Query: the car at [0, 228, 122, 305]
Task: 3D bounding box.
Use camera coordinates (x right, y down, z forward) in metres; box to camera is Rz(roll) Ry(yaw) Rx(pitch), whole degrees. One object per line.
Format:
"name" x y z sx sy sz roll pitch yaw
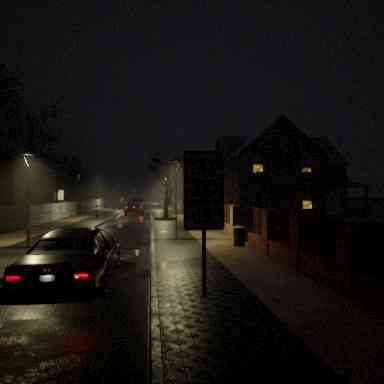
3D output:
"car" -2.923 1.628 8.496 2.033 1.411 5.357 0 -1 -7

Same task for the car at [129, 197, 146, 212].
"car" -7.871 1.702 48.435 2.150 2.045 5.566 0 -1 -7

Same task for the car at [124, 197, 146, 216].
"car" -6.575 1.731 38.370 2.097 1.767 4.553 0 -1 -6
